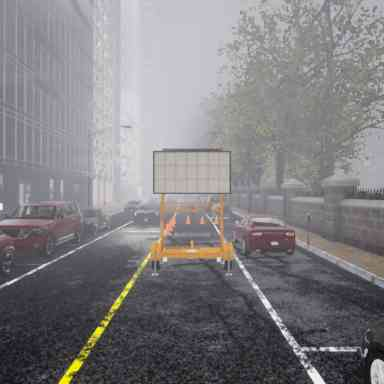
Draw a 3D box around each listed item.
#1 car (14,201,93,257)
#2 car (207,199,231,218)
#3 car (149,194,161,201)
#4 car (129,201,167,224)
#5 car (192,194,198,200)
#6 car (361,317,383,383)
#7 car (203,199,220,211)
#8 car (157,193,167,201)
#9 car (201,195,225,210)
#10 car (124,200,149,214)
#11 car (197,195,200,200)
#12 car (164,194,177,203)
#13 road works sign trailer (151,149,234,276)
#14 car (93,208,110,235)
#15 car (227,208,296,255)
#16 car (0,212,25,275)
[{"bbox_3d":[-5.830,1.310,13.015,2.192,1.841,5.009,0,0,0],"label":"car"},{"bbox_3d":[2.625,1.548,29.727,1.802,1.307,4.206,0,0,-1],"label":"car"},{"bbox_3d":[-6.606,1.457,57.563,1.802,1.307,4.206,0,0,-2],"label":"car"},{"bbox_3d":[-3.131,1.578,24.744,1.895,1.301,4.718,0,0,0],"label":"car"},{"bbox_3d":[1.195,1.330,85.313,2.008,1.369,4.403,0,0,-1],"label":"car"},{"bbox_3d":[2.693,1.551,1.947,2.008,1.369,4.403,0,0,0],"label":"car"},{"bbox_3d":[2.361,1.515,40.851,1.802,1.307,4.206,0,0,-2],"label":"car"},{"bbox_3d":[-7.187,1.112,79.794,2.192,1.841,5.009,0,0,-2],"label":"car"},{"bbox_3d":[2.508,1.266,35.292,2.192,1.841,5.009,0,0,-2],"label":"car"},{"bbox_3d":[-6.023,1.515,35.323,1.947,1.339,4.313,0,0,-1],"label":"car"},{"bbox_3d":[2.215,1.465,46.408,2.008,1.369,4.403,0,0,-2],"label":"car"},{"bbox_3d":[-3.955,1.329,64.447,1.882,1.535,5.008,0,0,-2],"label":"car"},{"bbox_3d":[0.002,0.461,10.350,2.380,3.560,2.880,0,0,0],"label":"road works sign trailer"},{"bbox_3d":[-5.829,1.553,18.577,1.947,1.339,4.313,0,0,0],"label":"car"},{"bbox_3d":[2.695,1.540,13.069,1.887,1.381,4.507,0,0,0],"label":"car"},{"bbox_3d":[-5.832,1.439,7.457,1.967,1.590,4.097,0,0,0],"label":"car"}]
